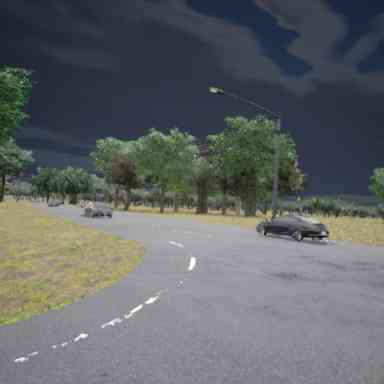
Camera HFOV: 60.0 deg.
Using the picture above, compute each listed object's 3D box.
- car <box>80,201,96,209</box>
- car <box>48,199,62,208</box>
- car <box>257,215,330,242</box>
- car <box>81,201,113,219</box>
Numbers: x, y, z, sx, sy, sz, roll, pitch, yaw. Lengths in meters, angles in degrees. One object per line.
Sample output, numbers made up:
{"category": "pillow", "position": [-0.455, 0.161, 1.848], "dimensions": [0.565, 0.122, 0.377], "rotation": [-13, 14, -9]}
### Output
{"category": "car", "position": [-19.945, 2.503, 63.882], "dimensions": [1.812, 1.442, 4.674], "rotation": [5, -3, -30]}
{"category": "car", "position": [-24.648, 2.009, 59.399], "dimensions": [1.837, 1.490, 4.892], "rotation": [4, -3, -25]}
{"category": "car", "position": [5.942, 2.085, 19.941], "dimensions": [1.812, 1.442, 4.674], "rotation": [5, -3, -30]}
{"category": "car", "position": [-8.865, 1.679, 31.312], "dimensions": [1.837, 1.490, 4.892], "rotation": [5, -3, -30]}
